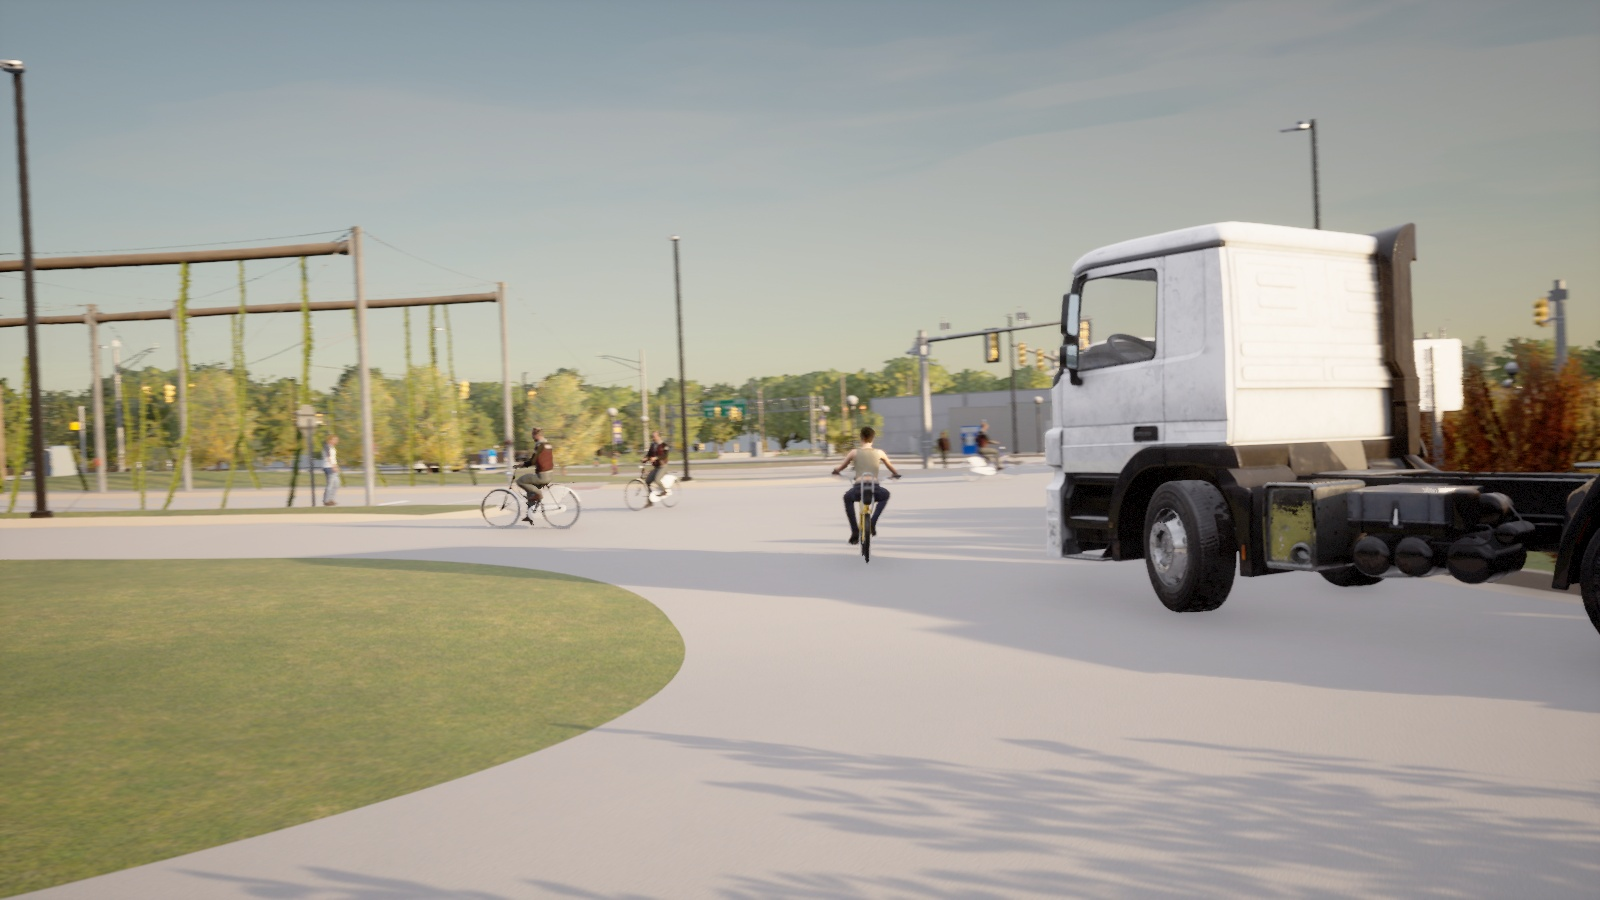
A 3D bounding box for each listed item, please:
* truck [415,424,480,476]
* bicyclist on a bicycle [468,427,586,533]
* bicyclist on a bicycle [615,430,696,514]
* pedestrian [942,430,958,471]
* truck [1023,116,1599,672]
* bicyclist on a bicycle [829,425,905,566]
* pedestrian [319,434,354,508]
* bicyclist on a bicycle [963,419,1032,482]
[{"bbox_3d":[-25.181,-0.008,90.109,2.891,3.462,7.936,-2,0,-5],"label":"truck"},{"bbox_3d":[-4.698,0.518,21.635,1.843,1.776,0.659,-1,2,15],"label":"bicyclist on a bicycle"},{"bbox_3d":[-3.205,0.466,27.951,0.659,1.776,1.843,-2,0,35],"label":"bicyclist on a bicycle"},{"bbox_3d":[6.781,0.018,56.775,0.431,1.840,0.703,-2,1,25],"label":"pedestrian"},{"bbox_3d":[5.572,-0.381,9.585,2.891,3.462,7.936,-2,1,-33],"label":"truck"},{"bbox_3d":[0.793,0.513,15.213,0.866,1.612,1.509,0,1,2],"label":"bicyclist on a bicycle"},{"bbox_3d":[-11.736,0.523,31.796,0.706,1.836,0.354,-3,1,-17],"label":"pedestrian"},{"bbox_3d":[5.932,0.014,37.684,1.843,1.776,0.659,-3,0,-16],"label":"bicyclist on a bicycle"}]
